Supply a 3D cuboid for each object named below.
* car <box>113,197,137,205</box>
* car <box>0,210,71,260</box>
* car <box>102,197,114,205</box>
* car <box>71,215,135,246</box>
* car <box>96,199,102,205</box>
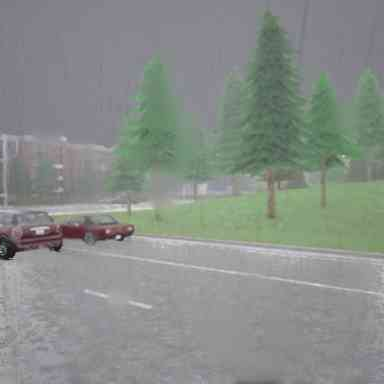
[{"bbox_3d":[-14.104,2.180,72.054,1.895,1.301,4.718,-1,0,35],"label":"car"},{"bbox_3d":[-7.252,1.500,13.355,4.553,1.767,2.097,-1,-1,36],"label":"car"},{"bbox_3d":[-16.939,1.978,74.113,2.097,1.767,4.553,-1,0,35],"label":"car"},{"bbox_3d":[-5.076,1.748,16.098,4.718,1.301,1.895,-1,0,36],"label":"car"},{"bbox_3d":[-19.805,2.016,76.120,2.097,1.767,4.553,-1,0,35],"label":"car"}]
